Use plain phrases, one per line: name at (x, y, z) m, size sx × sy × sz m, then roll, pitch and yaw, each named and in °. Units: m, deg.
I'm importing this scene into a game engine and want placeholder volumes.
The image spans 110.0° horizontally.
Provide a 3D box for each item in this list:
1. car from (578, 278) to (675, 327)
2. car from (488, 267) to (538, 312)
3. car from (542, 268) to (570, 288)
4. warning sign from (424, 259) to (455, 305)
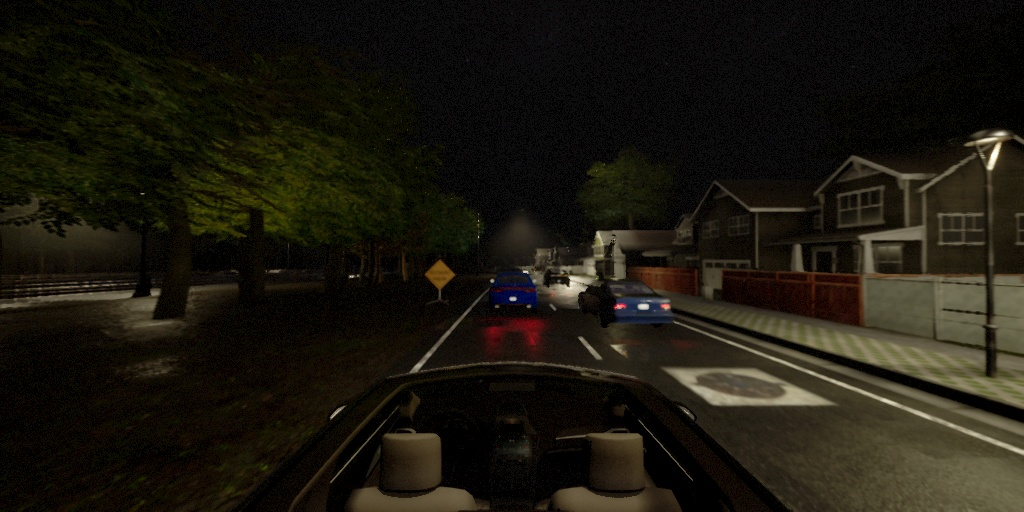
car at (3.526, 1.440, 12.054) m, size 2.033 × 1.411 × 5.357 m, roll 0°, pitch -1°, yaw 1°
car at (0.061, 1.428, 15.371) m, size 1.882 × 1.535 × 5.008 m, roll 0°, pitch -1°, yaw 1°
car at (3.558, 1.730, 29.203) m, size 2.128 × 1.511 × 4.902 m, roll 0°, pitch -1°, yaw 1°
warning sign at (-3.042, 1.059, 15.099) m, size 1.300 × 1.860 × 1.060 m, roll 0°, pitch 0°, yaw 0°
